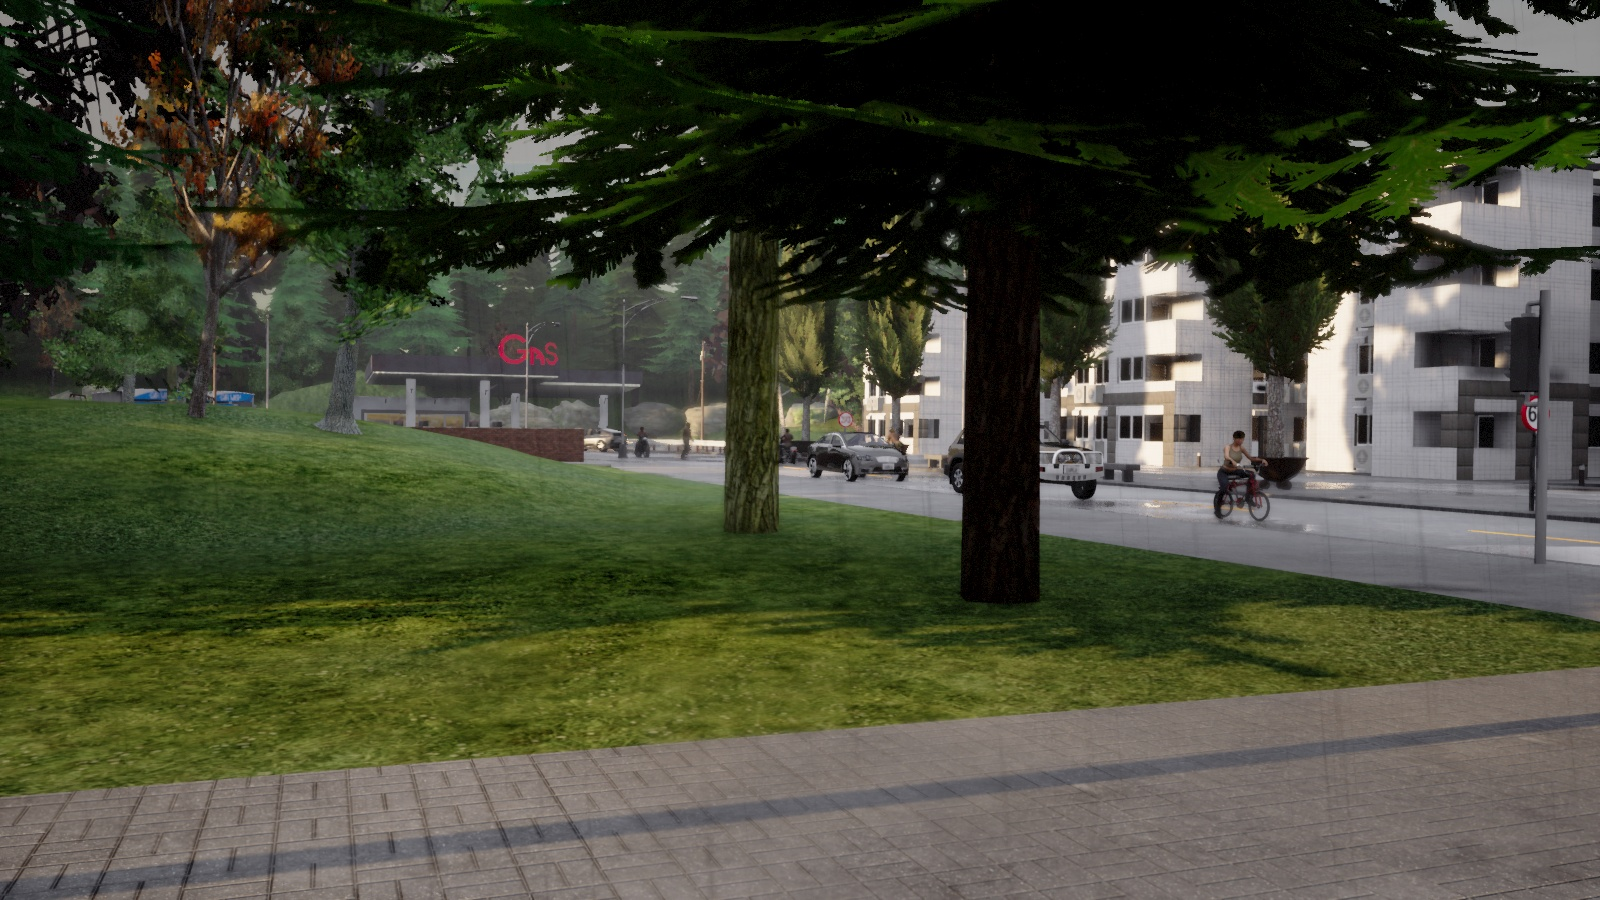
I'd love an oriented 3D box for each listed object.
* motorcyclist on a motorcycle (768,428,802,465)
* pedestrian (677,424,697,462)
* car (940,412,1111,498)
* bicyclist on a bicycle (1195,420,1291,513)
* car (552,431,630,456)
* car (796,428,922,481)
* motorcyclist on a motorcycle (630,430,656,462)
[{"bbox_3d":[-0.694,-0.170,56.913,0.766,1.649,2.350,-1,1,-21],"label":"motorcyclist on a motorcycle"},{"bbox_3d":[-5.375,-0.322,59.908,0.869,1.805,0.328,-1,1,-33],"label":"pedestrian"},{"bbox_3d":[5.250,0.071,29.922,1.932,1.855,4.605,-1,1,-21],"label":"car"},{"bbox_3d":[8.000,0.278,22.736,0.866,1.612,1.509,-1,1,-20],"label":"bicyclist on a bicycle"},{"bbox_3d":[-13.091,-0.392,78.718,4.514,1.525,2.007,0,1,29],"label":"car"},{"bbox_3d":[1.742,0.098,39.186,2.128,1.511,4.902,-1,1,-21],"label":"car"},{"bbox_3d":[-8.196,-0.229,65.470,0.766,1.649,2.350,-1,1,-21],"label":"motorcyclist on a motorcycle"}]
